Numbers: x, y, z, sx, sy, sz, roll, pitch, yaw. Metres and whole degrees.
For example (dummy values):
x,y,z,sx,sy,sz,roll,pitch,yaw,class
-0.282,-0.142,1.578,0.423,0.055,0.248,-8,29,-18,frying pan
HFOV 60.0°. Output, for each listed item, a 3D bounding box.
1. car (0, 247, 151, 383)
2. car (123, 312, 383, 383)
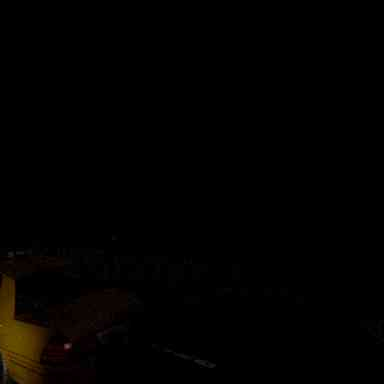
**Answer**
x,y,z,sx,sy,sz,roll,pitch,yaw,class
-2.741,1.524,5.040,4.829,1.417,1.752,0,1,35,car
1.948,1.551,1.702,4.403,1.369,2.008,0,1,35,car
